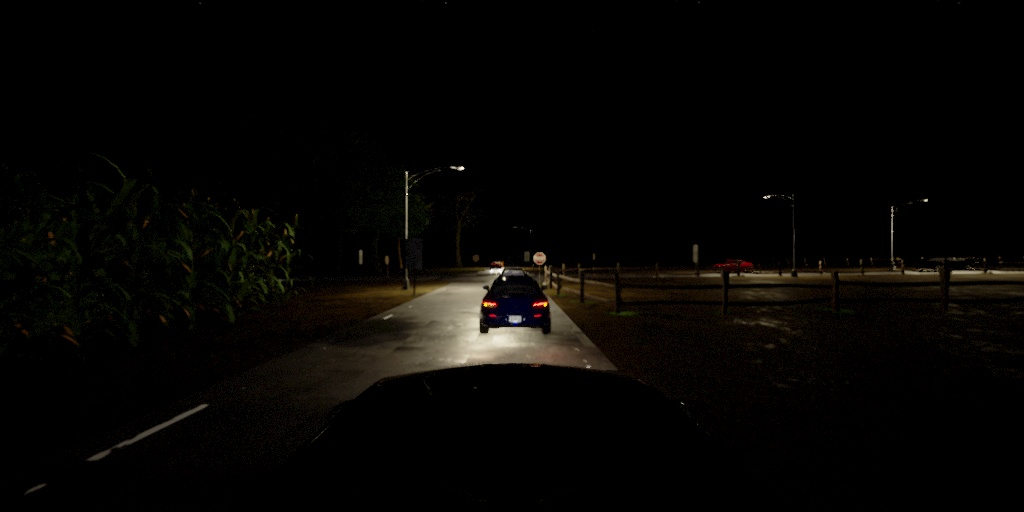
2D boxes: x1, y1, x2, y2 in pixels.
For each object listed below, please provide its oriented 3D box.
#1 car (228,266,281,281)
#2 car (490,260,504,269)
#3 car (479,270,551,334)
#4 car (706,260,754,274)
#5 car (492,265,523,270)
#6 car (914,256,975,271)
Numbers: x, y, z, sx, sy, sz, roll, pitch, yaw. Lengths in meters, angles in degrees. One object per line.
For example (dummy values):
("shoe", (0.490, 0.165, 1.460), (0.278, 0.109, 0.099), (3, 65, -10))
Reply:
("car", (-26.019, 1.727, 35.605), (5.357, 1.411, 2.033), (-1, 0, 0))
("car", (-2.789, 1.637, 62.641), (1.895, 1.301, 4.718), (0, 0, 1))
("car", (0.091, 1.303, 10.585), (1.812, 1.442, 4.674), (0, 0, 0))
("car", (23.217, 1.119, 38.261), (4.674, 1.442, 1.812), (-1, 0, 0))
("car", (0.077, 1.380, 20.475), (1.994, 1.385, 4.181), (0, 0, 0))
("car", (45.828, 0.800, 38.061), (5.008, 1.535, 1.882), (0, 0, 1))
